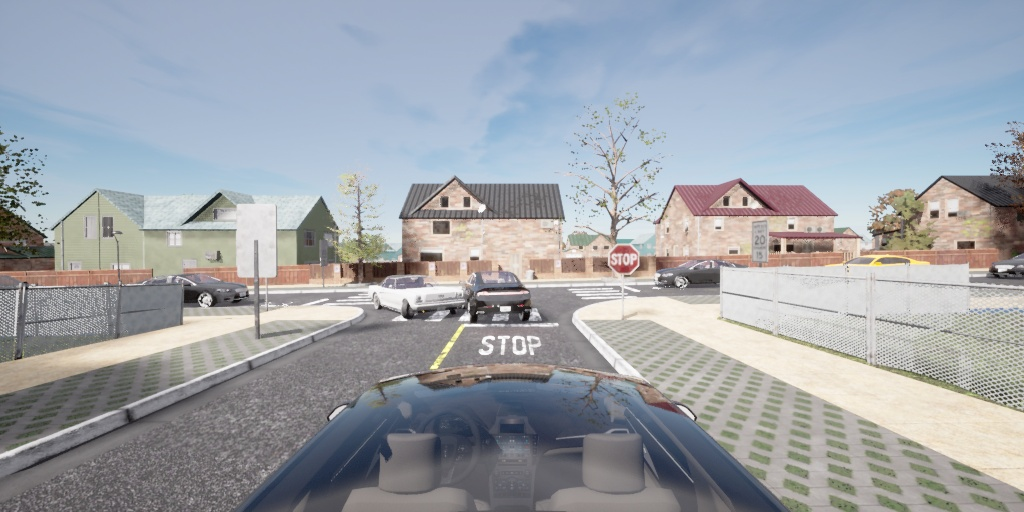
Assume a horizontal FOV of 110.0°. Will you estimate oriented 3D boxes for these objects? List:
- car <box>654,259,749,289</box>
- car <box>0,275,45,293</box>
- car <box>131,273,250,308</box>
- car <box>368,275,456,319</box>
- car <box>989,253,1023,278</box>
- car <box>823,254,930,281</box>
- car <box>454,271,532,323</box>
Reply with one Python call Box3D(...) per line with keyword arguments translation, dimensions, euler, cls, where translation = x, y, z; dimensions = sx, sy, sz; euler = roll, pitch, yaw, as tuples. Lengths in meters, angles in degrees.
Box3D(translation=(10.331, 0.926, 19.612), dimensions=(4.902, 1.511, 2.128), euler=(-1, 1, 0), cls="car")
Box3D(translation=(-24.239, 1.648, 16.519), dimensions=(4.553, 1.767, 2.097), euler=(-1, 1, 0), cls="car")
Box3D(translation=(-14.902, 1.567, 16.559), dimensions=(4.902, 1.511, 2.128), euler=(-1, 1, 0), cls="car")
Box3D(translation=(-3.602, 1.368, 13.064), dimensions=(1.895, 1.301, 4.718), euler=(0, 0, -38), cls="car")
Box3D(translation=(29.386, 0.479, 19.684), dimensions=(4.902, 1.511, 2.128), euler=(-1, 1, 0), cls="car")
Box3D(translation=(19.761, 0.691, 19.648), dimensions=(5.008, 1.535, 1.882), euler=(-1, 1, -1), cls="car")
Box3D(translation=(-0.685, 1.243, 12.204), dimensions=(2.128, 1.511, 4.902), euler=(0, 0, -12), cls="car")
